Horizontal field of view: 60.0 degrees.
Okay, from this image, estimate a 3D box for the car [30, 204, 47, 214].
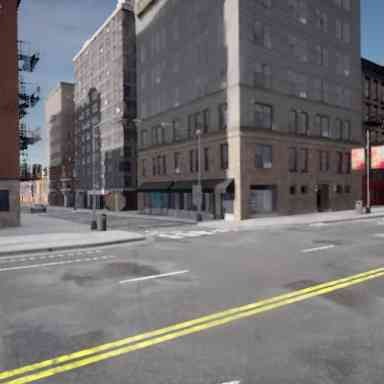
[{"bbox_3d":[-24.778,2.659,53.651,1.837,1.490,4.892,-1,-1,-35],"label":"car"}]
